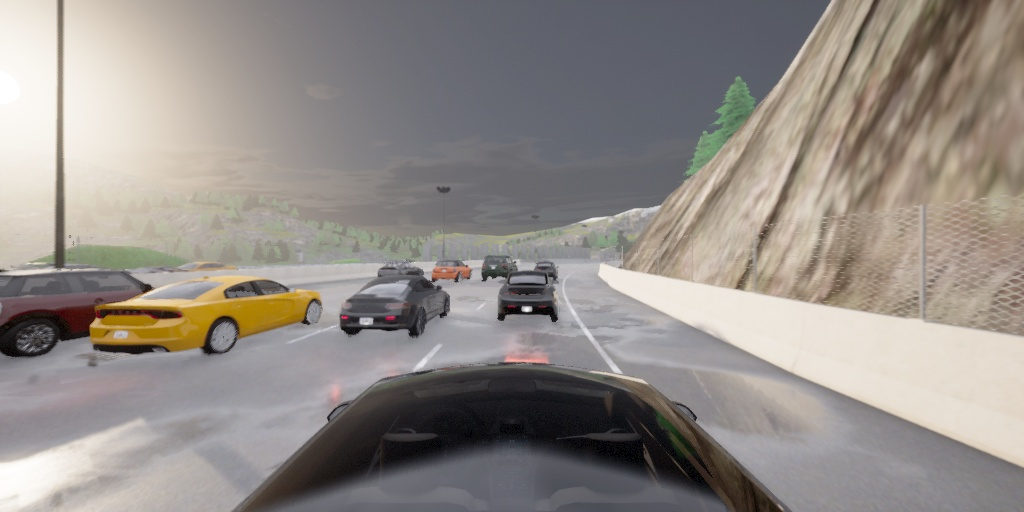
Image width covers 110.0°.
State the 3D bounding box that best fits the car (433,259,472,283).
[{"bbox_3d":[-4.607,1.087,28.138,2.097,1.767,4.553,0,0,9],"label":"car"}]

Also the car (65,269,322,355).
[{"bbox_3d":[-6.653,1.210,8.673,1.882,1.535,5.008,0,0,2],"label":"car"}]

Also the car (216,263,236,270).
[{"bbox_3d":[-22.799,1.166,26.130,1.882,1.535,5.008,0,0,8],"label":"car"}]

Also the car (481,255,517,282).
[{"bbox_3d":[-0.934,0.965,29.136,2.150,2.045,5.566,0,0,10],"label":"car"}]

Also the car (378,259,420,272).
[{"bbox_3d":[-8.323,1.217,27.122,2.128,1.511,4.902,0,0,8],"label":"car"}]

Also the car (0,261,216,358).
[{"bbox_3d":[-10.142,1.075,8.566,2.097,1.767,4.553,0,0,2],"label":"car"}]

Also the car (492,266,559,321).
[{"bbox_3d":[0.588,1.255,12.576,1.837,1.490,4.892,0,0,4],"label":"car"}]

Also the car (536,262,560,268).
[{"bbox_3d":[2.956,1.258,30.868,1.837,1.490,4.892,0,0,10],"label":"car"}]

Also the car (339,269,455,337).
[{"bbox_3d":[-3.085,1.267,10.176,1.812,1.442,4.674,0,0,3],"label":"car"}]
